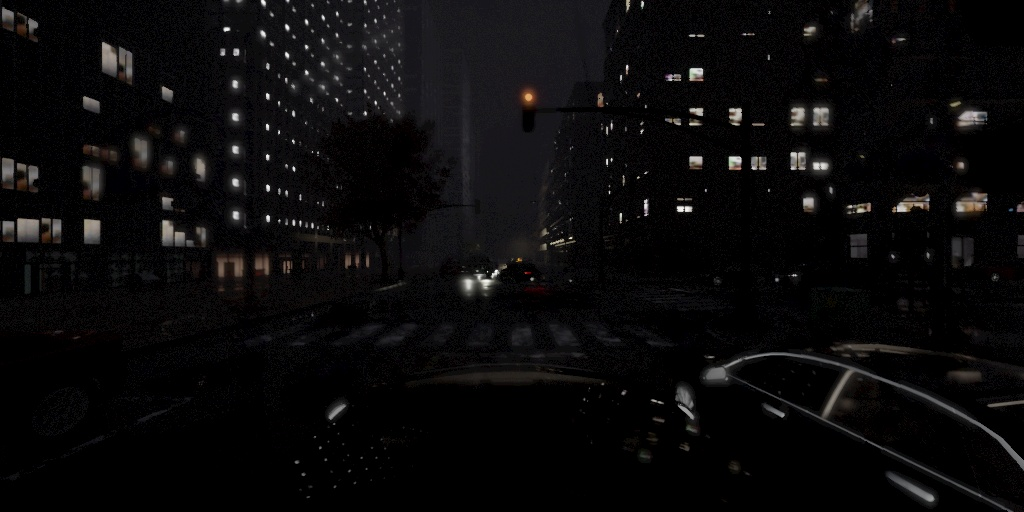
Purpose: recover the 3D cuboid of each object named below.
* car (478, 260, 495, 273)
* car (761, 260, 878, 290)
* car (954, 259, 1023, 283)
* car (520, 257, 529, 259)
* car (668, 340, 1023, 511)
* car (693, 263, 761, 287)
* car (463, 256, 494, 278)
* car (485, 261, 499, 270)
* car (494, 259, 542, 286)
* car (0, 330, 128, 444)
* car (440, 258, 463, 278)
[{"bbox_3d":[-3.078,1.297,44.469,1.812,1.442,4.674,0,0,0],"label":"car"},{"bbox_3d":[16.801,0.990,19.423,4.902,1.511,2.128,-1,0,-1],"label":"car"},{"bbox_3d":[30.147,0.859,22.141,4.507,1.381,1.888,0,0,-1],"label":"car"},{"bbox_3d":[2.722,1.315,62.742,1.751,1.417,4.829,0,0,0],"label":"car"},{"bbox_3d":[2.689,1.300,2.571,2.007,1.370,4.403,0,0,0],"label":"car"},{"bbox_3d":[13.445,1.095,21.981,4.403,1.370,2.007,0,0,-1],"label":"car"},{"bbox_3d":[-3.083,0.986,34.588,2.150,2.045,5.566,0,0,0],"label":"car"},{"bbox_3d":[-3.062,1.382,54.773,1.895,1.301,4.718,0,0,0],"label":"car"},{"bbox_3d":[0.509,1.264,25.868,1.837,1.490,4.892,-3,1,-20],"label":"car"},{"bbox_3d":[-5.691,1.295,2.575,1.888,1.381,4.507,0,0,0],"label":"car"},{"bbox_3d":[-5.674,1.079,34.963,2.192,1.841,5.009,0,0,0],"label":"car"}]
